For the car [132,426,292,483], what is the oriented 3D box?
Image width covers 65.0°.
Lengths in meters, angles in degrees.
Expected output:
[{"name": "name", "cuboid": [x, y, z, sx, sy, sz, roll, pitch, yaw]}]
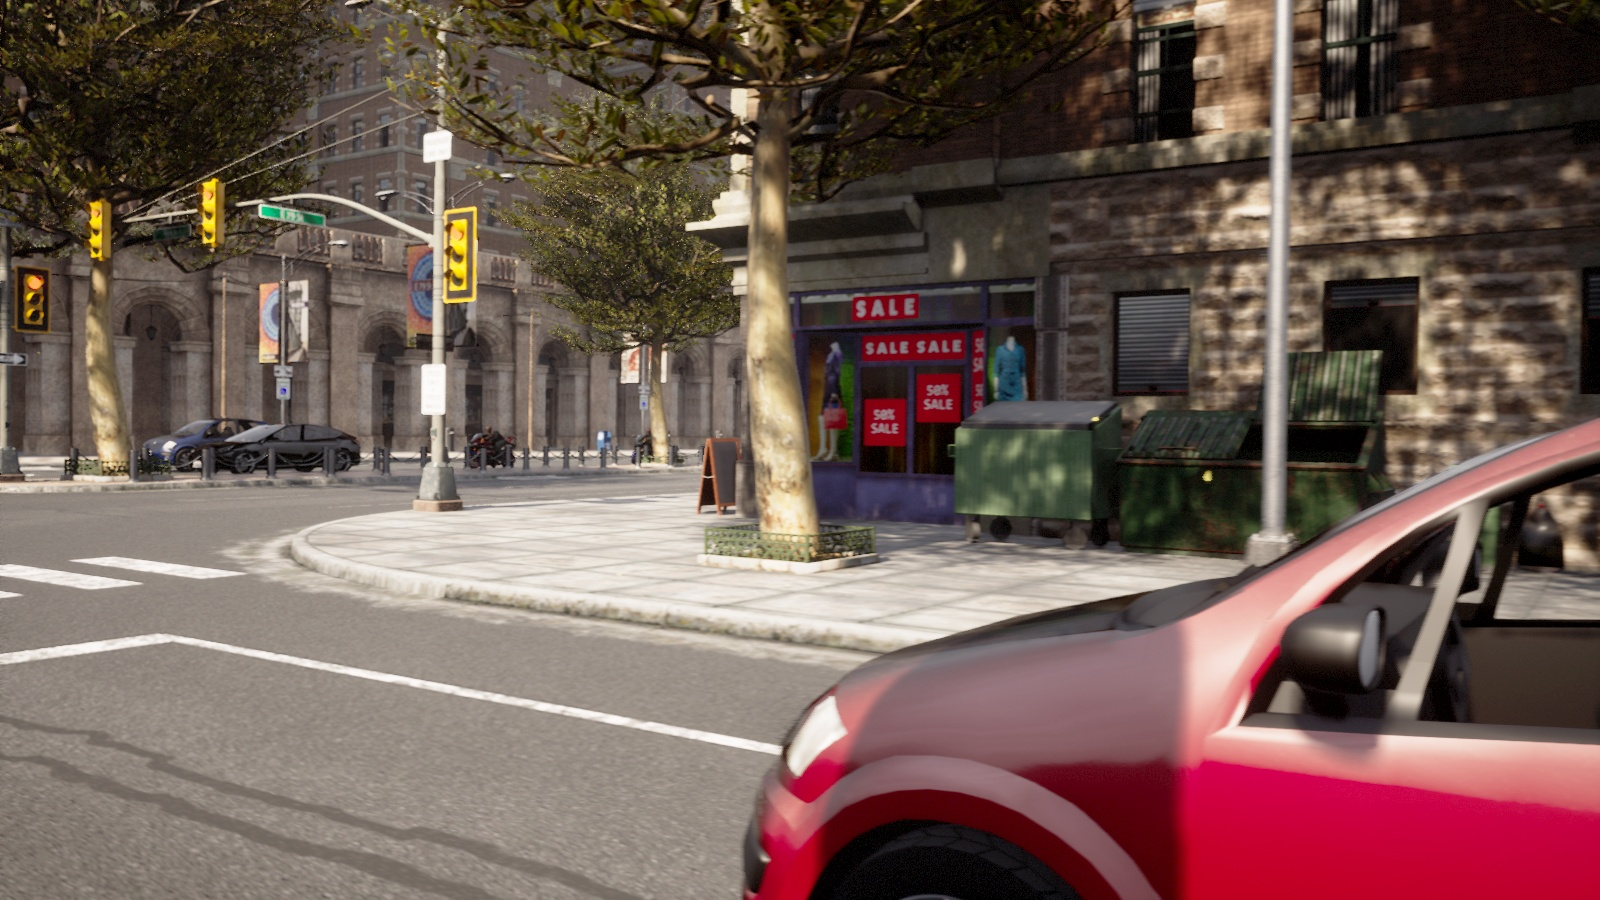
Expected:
[{"name": "car", "cuboid": [-17.716, 0.101, 37.999, 1.851, 1.617, 3.988, 0, 1, 35]}]

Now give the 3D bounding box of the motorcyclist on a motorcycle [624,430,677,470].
[{"name": "motorcyclist on a motorcycle", "cuboid": [-5.860, -0.008, 49.394, 0.866, 1.530, 2.191, 0, 1, 34]}]

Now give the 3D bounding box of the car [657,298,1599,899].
[{"name": "car", "cuboid": [1.870, 0.582, 2.379, 3.988, 1.617, 1.851, 0, 1, 34]}]

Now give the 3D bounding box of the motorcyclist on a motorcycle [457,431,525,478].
[{"name": "motorcyclist on a motorcycle", "cuboid": [-10.456, 0.126, 42.558, 0.866, 1.530, 2.191, 0, 1, 34]}]

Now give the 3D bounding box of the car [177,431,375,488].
[{"name": "car", "cuboid": [-14.869, 0.222, 35.903, 2.163, 1.488, 4.792, 0, 1, 35]}]
